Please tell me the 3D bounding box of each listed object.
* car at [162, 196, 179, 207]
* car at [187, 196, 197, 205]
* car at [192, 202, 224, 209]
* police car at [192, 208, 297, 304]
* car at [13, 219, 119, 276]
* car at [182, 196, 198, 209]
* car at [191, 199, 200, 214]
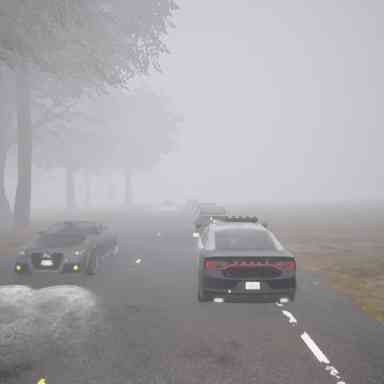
[{"bbox_3d":[-3.565,1.647,52.014,1.895,1.301,4.718,0,0,0],"label":"car"},{"bbox_3d":[0.037,1.572,63.656,1.882,1.535,5.008,0,0,0],"label":"car"},{"bbox_3d":[1.062,1.504,18.256,1.837,1.490,4.892,0,0,0],"label":"car"},{"bbox_3d":[1.057,1.422,8.363,1.930,1.638,5.238,0,0,0],"label":"police car"},{"bbox_3d":[-3.591,1.561,10.216,1.994,1.385,4.181,0,0,0],"label":"car"},{"bbox_3d":[0.053,1.576,45.925,2.033,1.411,5.357,0,0,0],"label":"car"},{"bbox_3d":[1.065,1.506,24.258,1.837,1.490,4.892,0,0,0],"label":"car"}]
